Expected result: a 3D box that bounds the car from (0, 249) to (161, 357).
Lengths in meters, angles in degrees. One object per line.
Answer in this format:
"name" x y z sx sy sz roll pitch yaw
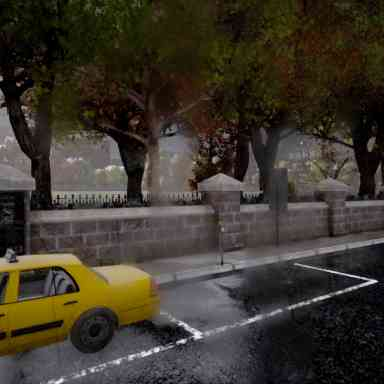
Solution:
"car" -2.782 1.525 4.574 4.829 1.417 1.752 0 0 -35
